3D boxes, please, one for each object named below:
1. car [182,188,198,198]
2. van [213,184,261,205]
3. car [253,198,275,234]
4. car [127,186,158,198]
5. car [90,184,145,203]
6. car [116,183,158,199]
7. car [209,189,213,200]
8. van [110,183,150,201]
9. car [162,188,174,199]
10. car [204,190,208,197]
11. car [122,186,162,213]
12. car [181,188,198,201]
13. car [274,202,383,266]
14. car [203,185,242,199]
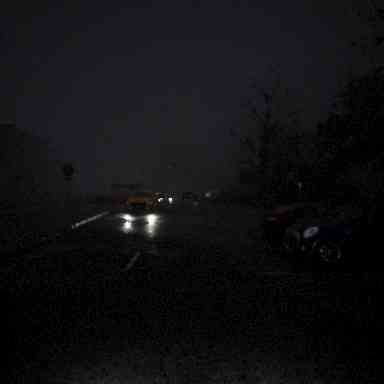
[{"bbox_3d":[-0.318,0.172,55.784,2.128,1.511,4.902,1,0,7],"label":"car"},{"bbox_3d":[4.684,0.239,33.838,4.442,1.987,1.878,1,1,-1],"label":"van"},{"bbox_3d":[5.015,1.134,13.062,4.674,1.452,2.002,1,2,-1],"label":"car"},{"bbox_3d":[-7.696,-0.046,52.437,4.553,1.767,2.185,1,0,-1],"label":"car"},{"bbox_3d":[-7.660,0.301,34.340,5.366,1.575,1.946,1,1,-1],"label":"car"},{"bbox_3d":[-7.598,-0.129,46.483,5.566,2.045,2.435,1,1,-1],"label":"car"},{"bbox_3d":[4.950,0.410,36.640,5.366,1.575,1.946,1,1,-1],"label":"car"},{"bbox_3d":[-7.428,-0.024,40.293,4.442,1.987,1.878,1,1,-1],"label":"van"},{"bbox_3d":[-3.781,0.194,49.325,1.812,1.442,4.674,1,0,0],"label":"car"},{"bbox_3d":[4.639,0.033,45.011,5.566,2.045,2.435,1,0,-1],"label":"car"},{"bbox_3d":[-3.526,0.604,24.250,1.882,1.535,5.008,1,2,-1],"label":"car"},{"bbox_3d":[-0.280,0.282,40.622,1.882,1.535,5.008,1,1,0],"label":"car"},{"bbox_3d":[5.100,1.085,9.888,4.553,1.767,2.185,1,2,0],"label":"car"},{"bbox_3d":[4.547,-0.010,50.473,5.566,2.045,2.435,1,0,-1],"label":"car"}]
